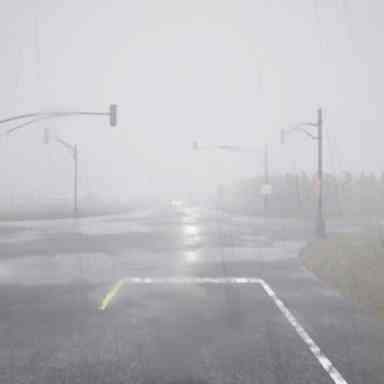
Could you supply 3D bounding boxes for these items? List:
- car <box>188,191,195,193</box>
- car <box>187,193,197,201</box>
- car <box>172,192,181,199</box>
[{"bbox_3d":[-0.030,0.845,81.255,2.150,2.045,5.566,0,0,0],"label":"car"},{"bbox_3d":[-0.026,1.337,71.254,1.895,1.301,4.718,0,0,0],"label":"car"},{"bbox_3d":[-3.528,0.861,75.401,2.128,1.511,4.902,0,0,0],"label":"car"}]
